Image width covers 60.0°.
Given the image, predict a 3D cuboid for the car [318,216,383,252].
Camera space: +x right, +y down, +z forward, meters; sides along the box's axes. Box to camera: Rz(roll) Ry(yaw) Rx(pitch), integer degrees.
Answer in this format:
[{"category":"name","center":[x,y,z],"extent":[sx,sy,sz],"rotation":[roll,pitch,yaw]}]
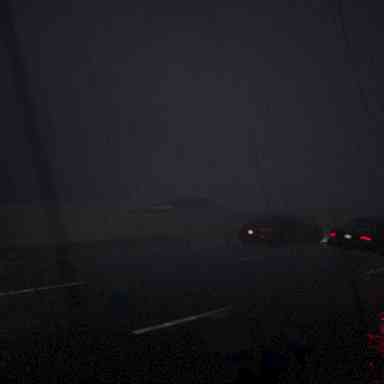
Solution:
[{"category":"car","center":[7.705,1.694,13.527],"extent":[5.357,1.411,2.033],"rotation":[1,0,-35]}]

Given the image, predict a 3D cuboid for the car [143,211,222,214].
[{"category":"car","center":[-0.593,1.367,25.056],"extent":[5.566,2.045,2.150],"rotation":[1,0,-36]}]

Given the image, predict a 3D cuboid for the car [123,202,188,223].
[{"category":"car","center":[-2.973,1.619,27.663],"extent":[5.008,1.535,1.882],"rotation":[1,0,-36]}]

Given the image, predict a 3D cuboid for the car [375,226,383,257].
[{"category":"car","center":[6.915,1.636,8.667],"extent":[4.674,1.442,1.812],"rotation":[1,0,-35]}]

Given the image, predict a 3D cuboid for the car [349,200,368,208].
[{"category":"car","center":[30.254,2.148,60.270],"extent":[1.812,1.442,4.674],"rotation":[0,0,43]}]

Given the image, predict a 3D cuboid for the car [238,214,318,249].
[{"category":"car","center":[4.114,1.690,15.265],"extent":[4.181,1.385,1.994],"rotation":[1,0,-35]}]

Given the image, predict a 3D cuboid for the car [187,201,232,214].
[{"category":"car","center":[2.116,1.806,39.949],"extent":[5.357,1.411,2.033],"rotation":[1,0,-37]}]
